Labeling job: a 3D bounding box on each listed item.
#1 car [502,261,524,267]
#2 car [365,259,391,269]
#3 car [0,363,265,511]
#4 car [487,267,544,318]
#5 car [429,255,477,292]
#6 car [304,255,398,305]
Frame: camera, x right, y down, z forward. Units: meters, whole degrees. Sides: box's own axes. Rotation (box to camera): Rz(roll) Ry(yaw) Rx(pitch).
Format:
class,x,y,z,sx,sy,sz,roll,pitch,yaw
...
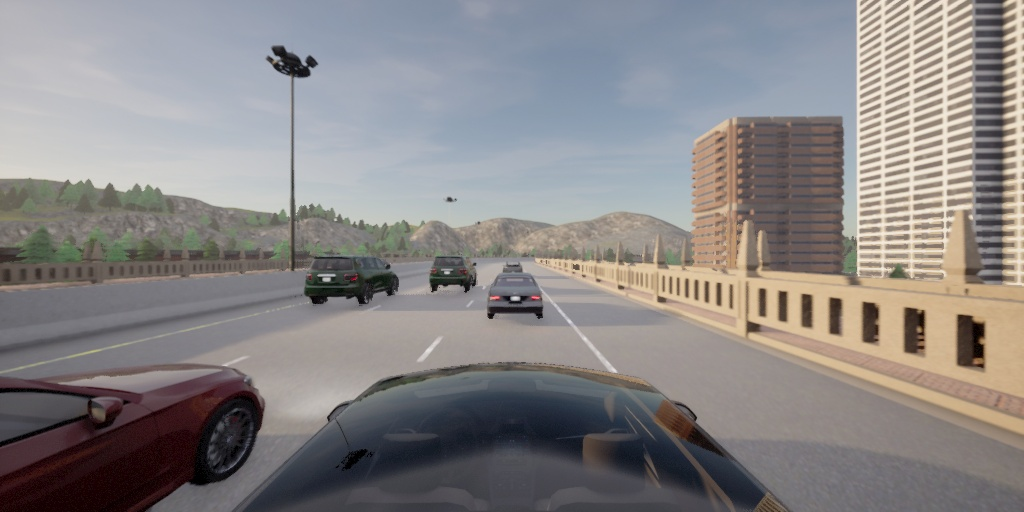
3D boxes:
class,x,y,z,sx,sy,sz,roll,pitch,yaw
car,0.099,1.229,34.480,2.128,1.511,4.902,0,0,0
car,-21.002,1.280,56.481,2.033,1.411,5.357,0,0,0
car,-3.417,1.276,1.681,1.812,1.442,4.674,0,0,0
car,0.100,1.293,13.023,2.033,1.411,5.357,0,0,0
car,-3.400,0.964,21.491,2.150,2.045,5.566,0,0,0
car,-6.900,0.967,16.040,2.150,2.045,5.566,0,0,0
